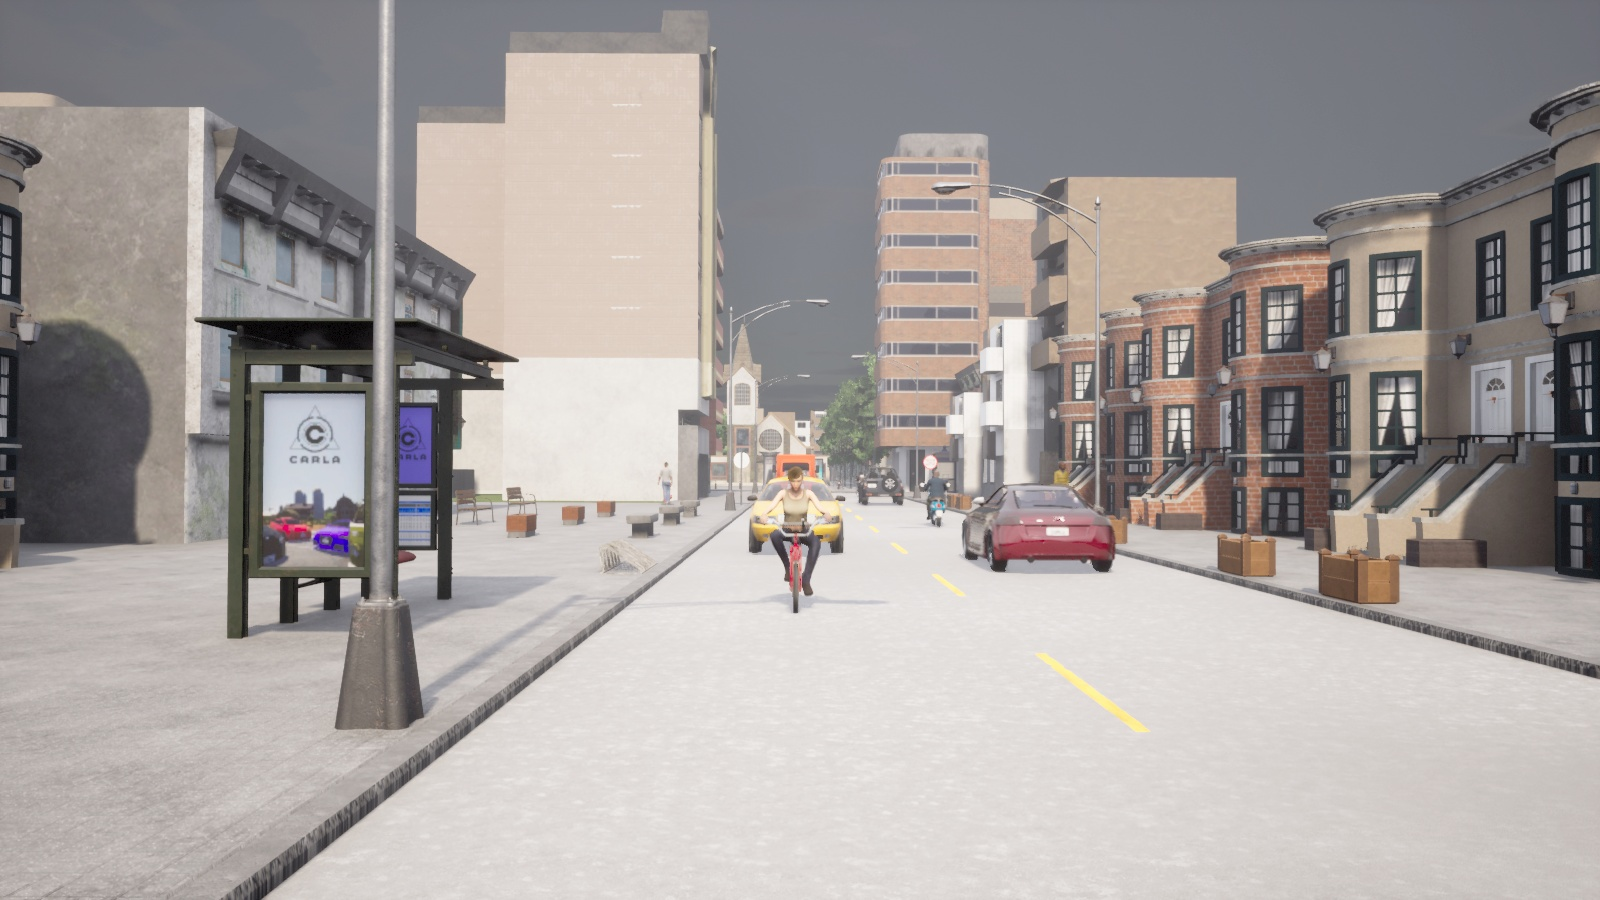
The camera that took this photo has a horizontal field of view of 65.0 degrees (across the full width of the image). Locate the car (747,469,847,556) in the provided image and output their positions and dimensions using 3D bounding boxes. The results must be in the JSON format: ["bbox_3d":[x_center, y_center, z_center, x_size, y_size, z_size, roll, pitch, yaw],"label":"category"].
[{"bbox_3d":[-0.063,1.179,25.401,1.801,1.575,5.366,0,-1,0],"label":"car"}]

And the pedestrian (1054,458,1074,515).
[{"bbox_3d":[8.478,1.167,40.382,0.370,1.835,0.726,0,-1,-9],"label":"pedestrian"}]

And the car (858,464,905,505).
[{"bbox_3d":[3.815,1.613,59.542,1.932,1.855,4.605,0,-1,0],"label":"car"}]

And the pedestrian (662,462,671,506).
[{"bbox_3d":[-5.598,1.429,52.707,0.354,1.836,0.706,0,-1,-4],"label":"pedestrian"}]

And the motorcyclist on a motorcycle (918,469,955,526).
[{"bbox_3d":[3.910,1.357,36.102,0.866,1.590,1.817,0,-1,0],"label":"motorcyclist on a motorcycle"}]

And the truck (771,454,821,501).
[{"bbox_3d":[-0.219,1.465,67.823,2.627,2.467,5.204,0,-1,0],"label":"truck"}]

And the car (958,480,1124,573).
[{"bbox_3d":[3.948,1.219,21.288,1.994,1.385,4.181,0,-1,0],"label":"car"}]

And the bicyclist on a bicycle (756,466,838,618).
[{"bbox_3d":[-0.040,0.988,14.130,0.866,1.612,1.509,0,-1,0],"label":"bicyclist on a bicycle"}]
